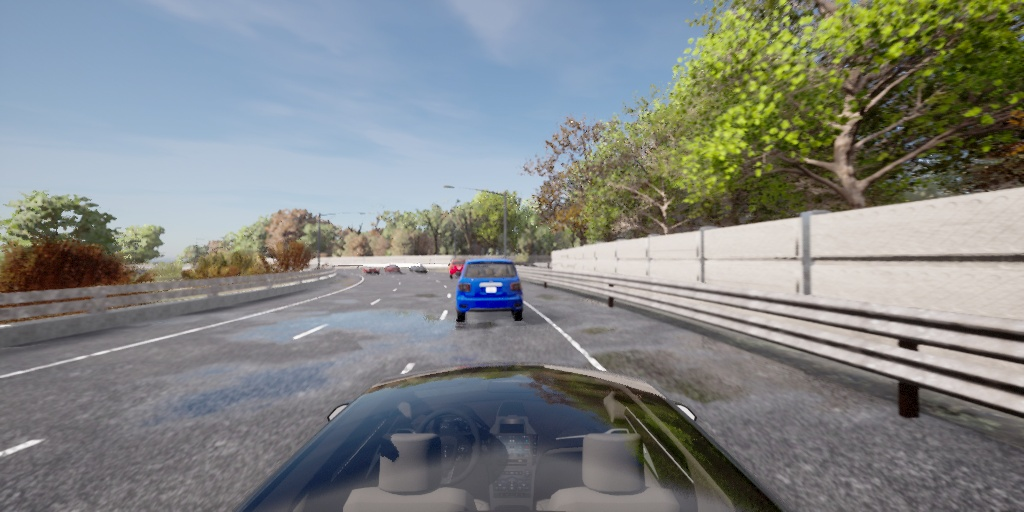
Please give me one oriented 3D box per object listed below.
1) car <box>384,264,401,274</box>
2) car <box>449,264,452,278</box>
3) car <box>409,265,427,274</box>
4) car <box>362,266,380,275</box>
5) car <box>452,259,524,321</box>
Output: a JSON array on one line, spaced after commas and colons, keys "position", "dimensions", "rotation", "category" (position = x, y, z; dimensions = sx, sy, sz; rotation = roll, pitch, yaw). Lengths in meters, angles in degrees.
[{"position": [-18.666, 2.043, 55.948], "dimensions": [1.812, 1.442, 4.674], "rotation": [0, -1, -30], "category": "car"}, {"position": [-6.177, 1.498, 42.022], "dimensions": [2.150, 2.045, 5.566], "rotation": [0, -1, -9], "category": "car"}, {"position": [-14.844, 2.063, 56.250], "dimensions": [1.994, 1.385, 4.181], "rotation": [0, -1, -29], "category": "car"}, {"position": [-20.757, 2.090, 52.626], "dimensions": [1.895, 1.301, 4.718], "rotation": [0, -1, -29], "category": "car"}, {"position": [-0.902, 1.121, 13.321], "dimensions": [2.150, 2.045, 5.566], "rotation": [0, 0, -6], "category": "car"}]
